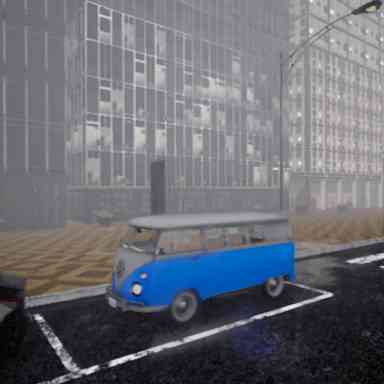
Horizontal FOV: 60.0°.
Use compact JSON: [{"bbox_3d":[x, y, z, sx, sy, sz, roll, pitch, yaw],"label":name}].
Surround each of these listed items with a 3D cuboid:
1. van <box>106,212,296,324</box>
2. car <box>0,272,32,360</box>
[{"bbox_3d":[0.371,1.336,6.831,3.998,1.788,1.690,0,0,-35],"label":"van"},{"bbox_3d":[-4.124,1.567,3.623,4.313,1.339,1.947,0,0,-35],"label":"car"}]
